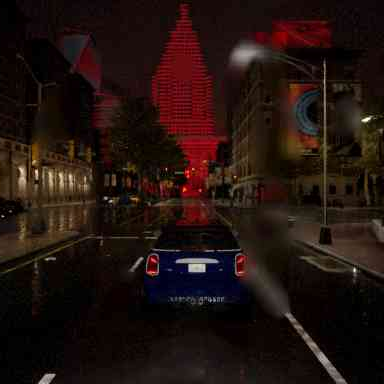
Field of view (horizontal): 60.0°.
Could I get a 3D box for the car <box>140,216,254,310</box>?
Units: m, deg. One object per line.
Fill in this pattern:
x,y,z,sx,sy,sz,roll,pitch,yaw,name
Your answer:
0.101,1.352,7.960,2.097,1.767,4.553,0,0,0,car

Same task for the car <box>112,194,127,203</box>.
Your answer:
-14.764,1.352,68.079,2.097,1.767,4.553,0,0,0,car

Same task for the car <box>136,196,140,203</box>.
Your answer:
-11.300,1.478,65.943,1.882,1.535,5.008,0,0,1,car

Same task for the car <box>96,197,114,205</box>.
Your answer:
-14.876,1.547,57.969,2.033,1.411,5.357,0,0,0,car

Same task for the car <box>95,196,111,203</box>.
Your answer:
-18.015,1.595,67.472,1.895,1.301,4.718,0,0,0,car

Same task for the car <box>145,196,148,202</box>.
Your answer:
-11.236,1.552,75.816,1.994,1.385,4.181,0,0,0,car

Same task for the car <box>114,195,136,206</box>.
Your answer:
-11.386,1.526,56.795,1.812,1.442,4.674,0,0,0,car

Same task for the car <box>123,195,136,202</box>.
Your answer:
-14.727,1.525,78.480,2.128,1.511,4.902,0,0,0,car

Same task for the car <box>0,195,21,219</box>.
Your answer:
-17.384,1.221,26.937,5.566,2.045,2.150,0,0,0,car

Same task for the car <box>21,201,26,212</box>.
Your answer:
-19.173,1.220,32.092,5.566,2.045,2.150,0,0,-14,car

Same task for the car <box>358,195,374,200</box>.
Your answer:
34.684,1.481,68.681,2.231,1.521,4.892,0,0,0,car
